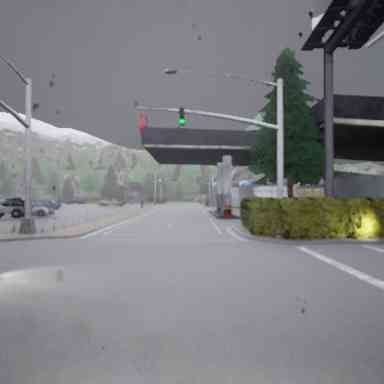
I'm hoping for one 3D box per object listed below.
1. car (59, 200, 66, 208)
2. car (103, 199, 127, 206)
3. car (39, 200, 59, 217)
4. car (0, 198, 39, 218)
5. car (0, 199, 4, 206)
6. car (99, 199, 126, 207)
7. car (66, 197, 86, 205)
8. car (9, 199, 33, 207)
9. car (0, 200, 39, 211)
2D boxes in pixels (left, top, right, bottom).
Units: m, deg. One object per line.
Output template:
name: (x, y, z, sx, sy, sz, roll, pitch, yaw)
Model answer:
car: (-24.034, 2.037, 56.368, 3.633, 1.501, 1.845, 0, -1, -1)
car: (-16.499, 2.247, 71.393, 4.514, 1.523, 2.007, 0, -1, -1)
car: (-16.179, 1.794, 34.003, 3.806, 1.475, 1.970, 0, -1, -1)
car: (-16.771, 1.468, 30.679, 3.866, 1.878, 1.905, 0, -1, -1)
car: (-42.532, 2.279, 71.233, 3.633, 1.501, 1.845, 0, -1, -1)
car: (-16.428, 2.198, 68.257, 5.027, 1.636, 2.152, 0, -1, -1)
car: (-31.203, 2.355, 88.868, 5.566, 2.045, 2.150, 0, -1, -1)
car: (-35.095, 2.252, 68.295, 3.806, 1.475, 1.970, 0, -1, -1)
car: (-24.018, 1.888, 46.376, 4.514, 1.523, 2.007, 0, -1, -1)
